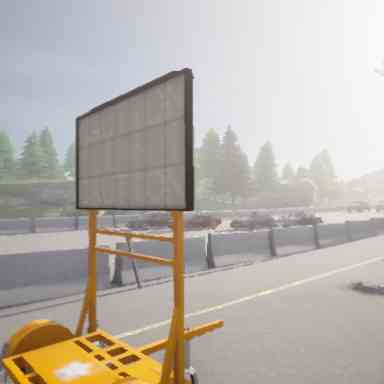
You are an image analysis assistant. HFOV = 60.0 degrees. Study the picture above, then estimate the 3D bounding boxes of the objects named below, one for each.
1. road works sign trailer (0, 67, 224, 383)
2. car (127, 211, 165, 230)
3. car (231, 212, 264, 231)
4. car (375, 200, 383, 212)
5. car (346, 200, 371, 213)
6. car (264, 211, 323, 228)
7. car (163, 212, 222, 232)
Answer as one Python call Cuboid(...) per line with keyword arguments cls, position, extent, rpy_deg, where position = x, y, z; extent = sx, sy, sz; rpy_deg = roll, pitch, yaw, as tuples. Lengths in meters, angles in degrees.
Cuboid(cls="road works sign trailer", position=(-0.630, 0.619, 4.009), extent=(2.880, 3.560, 2.380), rpy_deg=(1, -3, -43))
Cuboid(cls="car", position=(-3.377, 2.510, 29.309), extent=(4.892, 1.490, 1.837), rpy_deg=(1, -2, -40))
Cuboid(cls="car", position=(5.136, 2.371, 27.375), extent=(4.181, 1.385, 1.994), rpy_deg=(0, -2, -40))
Cuboid(cls="car", position=(32.378, 2.296, 55.138), extent=(5.566, 2.045, 2.150), rpy_deg=(0, -2, -40))
Cuboid(cls="car", position=(28.183, 2.401, 56.172), extent=(5.566, 2.045, 2.150), rpy_deg=(0, -2, -40))
Cuboid(cls="car", position=(8.053, 2.188, 25.269), extent=(4.902, 1.511, 2.128), rpy_deg=(0, -2, -40))
Cuboid(cls="car", position=(0.258, 2.503, 27.809), extent=(4.718, 1.301, 1.895), rpy_deg=(1, -2, -40))
